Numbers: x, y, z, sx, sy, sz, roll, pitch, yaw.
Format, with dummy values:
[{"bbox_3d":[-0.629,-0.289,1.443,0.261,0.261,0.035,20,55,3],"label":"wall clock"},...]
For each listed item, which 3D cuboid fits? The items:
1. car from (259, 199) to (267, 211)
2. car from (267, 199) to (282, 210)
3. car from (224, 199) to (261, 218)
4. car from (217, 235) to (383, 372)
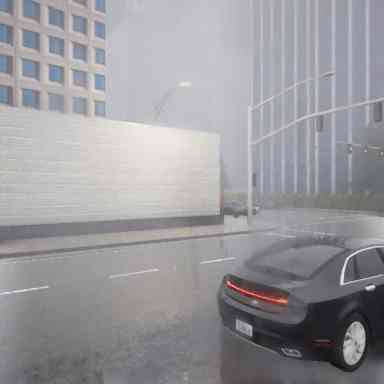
[{"bbox_3d":[5.163,1.547,35.403,2.128,1.511,4.902,0,0,-36],"label":"car"},{"bbox_3d":[8.948,1.602,42.476,2.033,1.411,5.357,0,0,-36],"label":"car"},{"bbox_3d":[3.600,1.603,31.571,2.033,1.411,5.357,0,0,-36],"label":"car"},{"bbox_3d":[2.655,1.505,5.692,4.892,1.490,1.837,0,0,-35],"label":"car"}]
